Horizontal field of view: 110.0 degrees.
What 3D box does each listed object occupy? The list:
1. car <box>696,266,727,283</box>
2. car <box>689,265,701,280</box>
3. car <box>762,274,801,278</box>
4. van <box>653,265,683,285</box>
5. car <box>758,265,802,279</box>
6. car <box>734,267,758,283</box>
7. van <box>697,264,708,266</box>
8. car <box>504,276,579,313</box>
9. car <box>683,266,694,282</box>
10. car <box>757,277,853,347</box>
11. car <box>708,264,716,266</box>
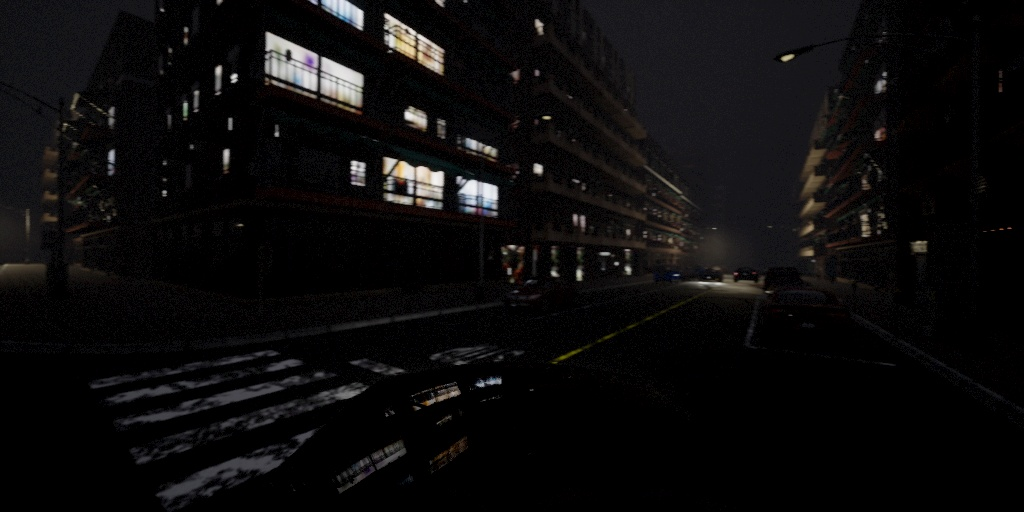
[{"bbox_3d":[21.583,2.096,38.791,1.994,1.385,4.181,1,-1,35],"label":"car"},{"bbox_3d":[20.905,2.144,42.437,1.802,1.307,4.207,0,0,35],"label":"car"},{"bbox_3d":[11.274,1.650,14.501,1.948,1.339,4.313,0,0,35],"label":"car"},{"bbox_3d":[14.341,1.686,33.208,1.690,1.789,3.998,0,0,35],"label":"van"},{"bbox_3d":[17.840,1.614,23.728,2.192,1.841,5.009,0,0,35],"label":"car"},{"bbox_3d":[25.164,1.943,38.507,2.097,1.767,4.553,1,-1,36],"label":"car"},{"bbox_3d":[24.179,2.011,47.059,1.690,1.789,3.998,0,0,35],"label":"van"},{"bbox_3d":[1.390,1.503,15.009,1.802,1.307,4.207,0,0,35],"label":"car"},{"bbox_3d":[17.624,2.035,37.822,1.802,1.307,4.207,0,0,35],"label":"car"},{"bbox_3d":[8.189,1.528,10.166,1.888,1.381,4.507,0,0,35],"label":"car"},{"bbox_3d":[27.439,2.094,51.688,2.192,1.841,5.009,0,0,35],"label":"car"}]
